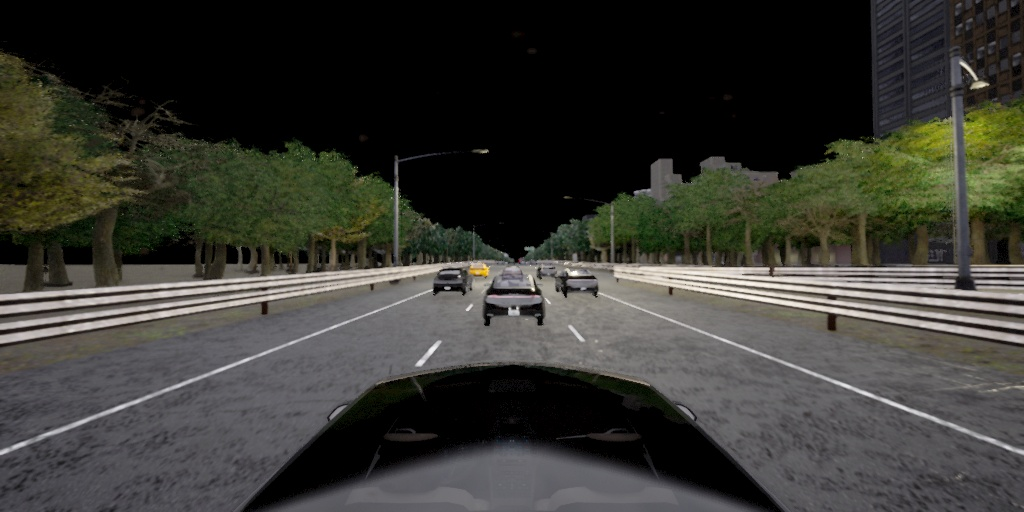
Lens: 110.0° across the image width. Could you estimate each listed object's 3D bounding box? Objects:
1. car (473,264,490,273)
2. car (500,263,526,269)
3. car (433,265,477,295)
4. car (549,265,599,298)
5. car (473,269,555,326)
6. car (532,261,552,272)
[{"bbox_3d":[-3.470,1.564,38.323,1.882,1.535,5.008,0,0,0],"label":"car"},{"bbox_3d":[0.042,1.596,31.740,2.033,1.411,5.357,0,0,0],"label":"car"},{"bbox_3d":[-3.440,1.477,21.474,1.837,1.490,4.892,0,-1,0],"label":"car"},{"bbox_3d":[3.561,1.452,20.319,2.128,1.511,4.902,0,-1,0],"label":"car"},{"bbox_3d":[0.061,1.368,12.304,2.128,1.511,4.902,0,-1,0],"label":"car"},{"bbox_3d":[3.532,1.569,36.822,2.128,1.511,4.902,0,0,0],"label":"car"}]
